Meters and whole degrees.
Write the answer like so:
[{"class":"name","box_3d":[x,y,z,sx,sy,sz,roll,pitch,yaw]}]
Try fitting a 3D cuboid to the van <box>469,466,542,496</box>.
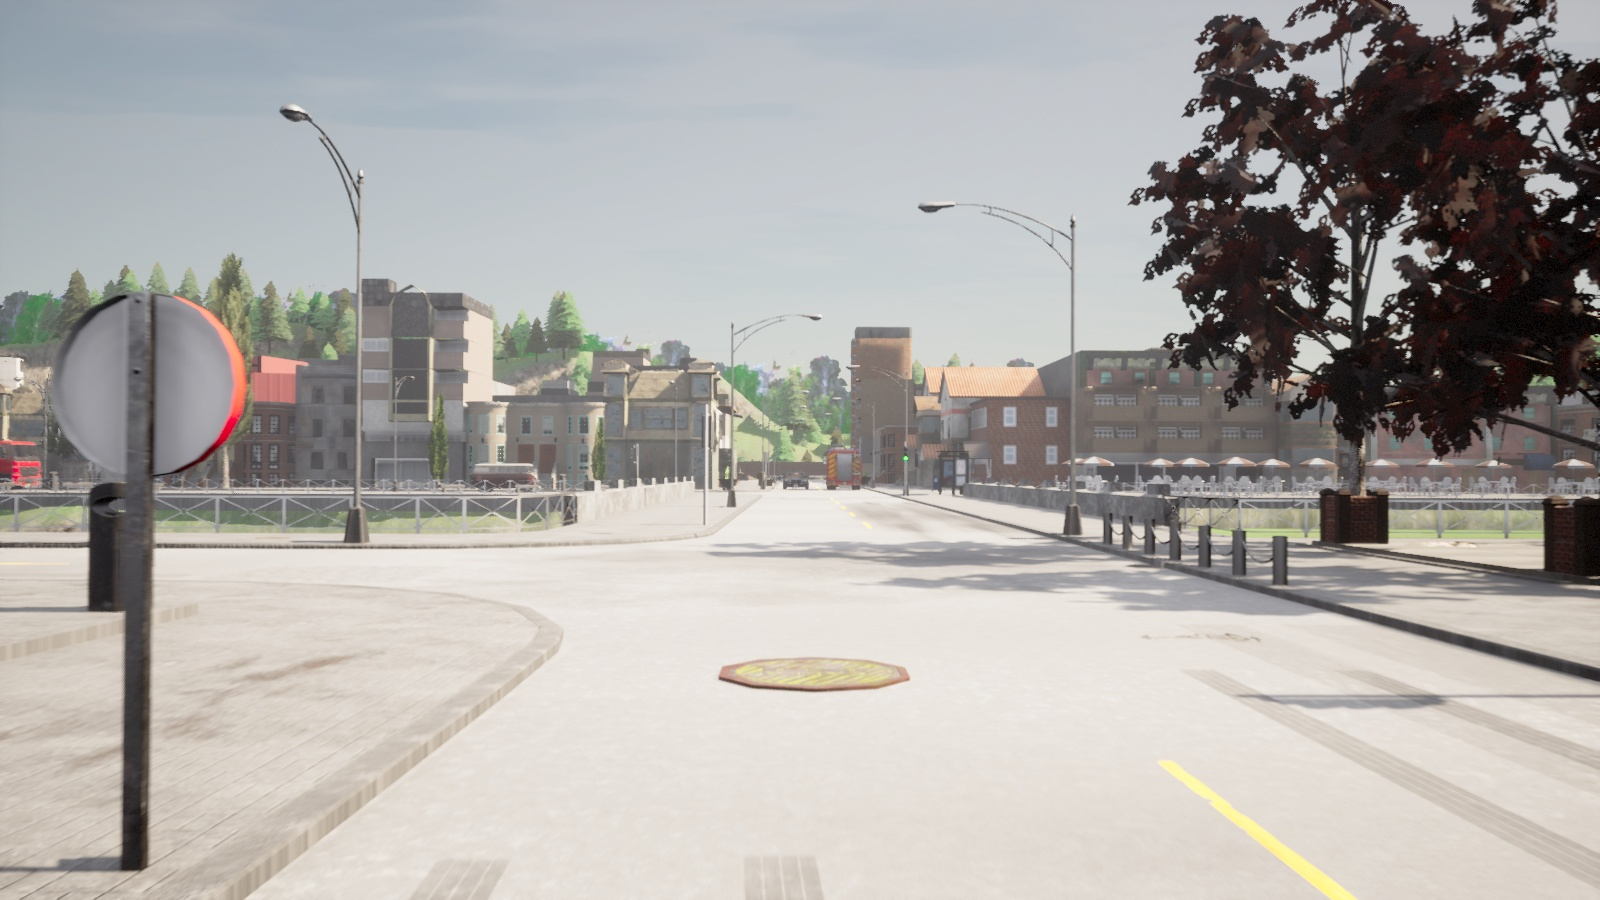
[{"class":"van","box_3d":[-19.731,2.056,84.241,4.442,1.987,1.775,0,-1,0]}]
